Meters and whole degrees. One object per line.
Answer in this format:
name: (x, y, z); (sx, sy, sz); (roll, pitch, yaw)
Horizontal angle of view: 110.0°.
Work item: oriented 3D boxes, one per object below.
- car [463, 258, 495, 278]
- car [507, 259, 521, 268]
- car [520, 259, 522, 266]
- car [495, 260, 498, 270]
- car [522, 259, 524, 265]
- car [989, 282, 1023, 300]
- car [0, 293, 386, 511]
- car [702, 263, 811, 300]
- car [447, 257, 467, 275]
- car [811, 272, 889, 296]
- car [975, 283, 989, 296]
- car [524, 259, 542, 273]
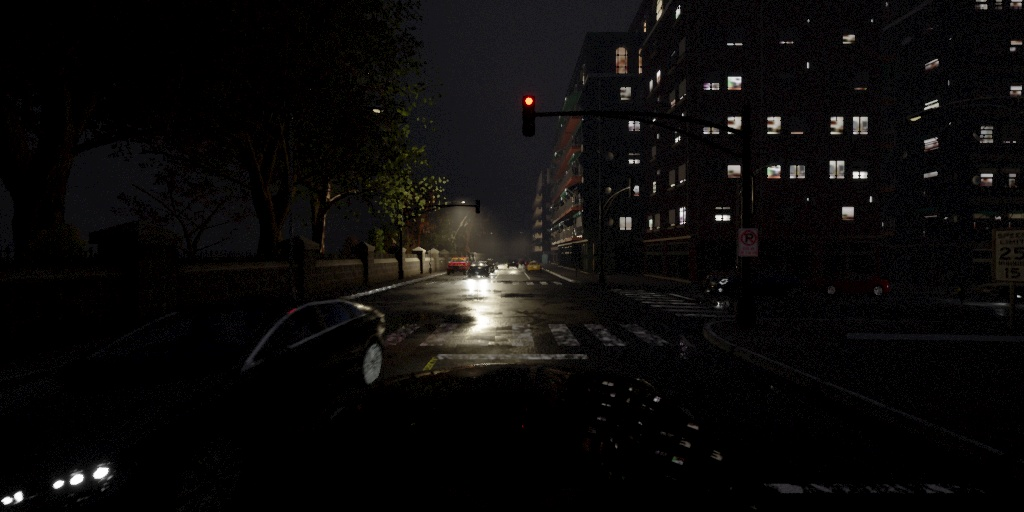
car: (-3.078, 1.245, 34.325); (2.128, 1.511, 4.902); (0, 0, 0)
car: (0.159, 1.316, 61.591); (2.033, 1.411, 5.357); (0, 0, -2)
car: (2.729, 1.316, 55.166); (2.007, 1.370, 4.403); (0, 0, 0)
car: (-3.067, 1.263, 43.676); (1.837, 1.490, 4.892); (0, 0, 0)
car: (2.725, 1.307, 49.631); (1.888, 1.381, 4.507); (0, 0, 0)
car: (29.609, 1.906, 19.403); (4.718, 1.301, 1.895); (1, 0, 0)
car: (-3.049, 1.242, 4.097); (2.128, 1.511, 4.902); (0, 0, 1)
car: (12.847, 1.354, 19.367); (4.553, 1.767, 2.097); (1, 0, 0)
car: (-5.664, 1.070, 38.566); (2.192, 1.841, 5.009); (0, 0, 0)
car: (20.307, 1.671, 21.980); (4.507, 1.381, 1.888); (0, 0, 0)
car: (31.528, 1.857, 22.006); (4.829, 1.417, 1.751); (0, 0, 0)
car: (2.721, 1.283, 44.266); (1.751, 1.417, 4.829); (0, 0, 0)
